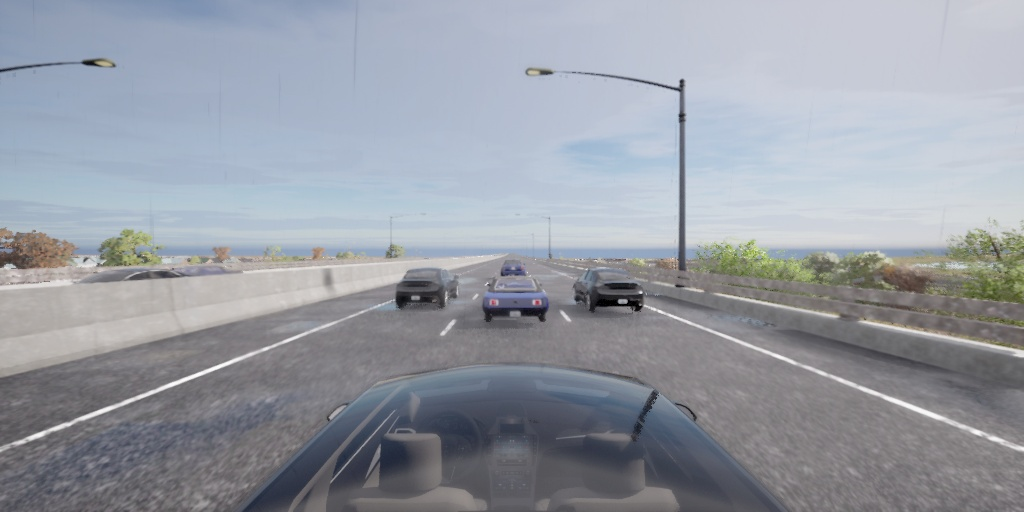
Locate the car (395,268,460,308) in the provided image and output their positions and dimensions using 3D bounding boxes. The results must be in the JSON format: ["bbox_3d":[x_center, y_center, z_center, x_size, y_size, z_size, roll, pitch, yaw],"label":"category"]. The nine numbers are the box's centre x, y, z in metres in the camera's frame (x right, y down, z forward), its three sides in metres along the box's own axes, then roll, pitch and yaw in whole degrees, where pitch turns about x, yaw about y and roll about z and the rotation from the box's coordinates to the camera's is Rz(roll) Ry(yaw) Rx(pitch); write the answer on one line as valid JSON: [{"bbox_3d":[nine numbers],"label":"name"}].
[{"bbox_3d":[-3.401,1.220,15.069,1.837,1.490,4.892,0,0,0],"label":"car"}]

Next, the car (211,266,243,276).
[{"bbox_3d":[-17.591,1.250,20.062,2.033,1.411,5.357,0,0,0],"label":"car"}]

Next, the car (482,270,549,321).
[{"bbox_3d":[0.100,1.324,12.222,1.895,1.301,4.718,0,0,0],"label":"car"}]

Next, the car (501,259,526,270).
[{"bbox_3d":[0.099,1.024,31.135,2.097,1.767,4.553,0,0,0],"label":"car"}]

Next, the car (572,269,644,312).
[{"bbox_3d":[3.600,1.223,14.068,1.837,1.490,4.892,0,0,0],"label":"car"}]

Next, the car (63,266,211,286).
[{"bbox_3d":[-14.098,1.226,13.131,1.837,1.490,4.892,0,0,0],"label":"car"}]
